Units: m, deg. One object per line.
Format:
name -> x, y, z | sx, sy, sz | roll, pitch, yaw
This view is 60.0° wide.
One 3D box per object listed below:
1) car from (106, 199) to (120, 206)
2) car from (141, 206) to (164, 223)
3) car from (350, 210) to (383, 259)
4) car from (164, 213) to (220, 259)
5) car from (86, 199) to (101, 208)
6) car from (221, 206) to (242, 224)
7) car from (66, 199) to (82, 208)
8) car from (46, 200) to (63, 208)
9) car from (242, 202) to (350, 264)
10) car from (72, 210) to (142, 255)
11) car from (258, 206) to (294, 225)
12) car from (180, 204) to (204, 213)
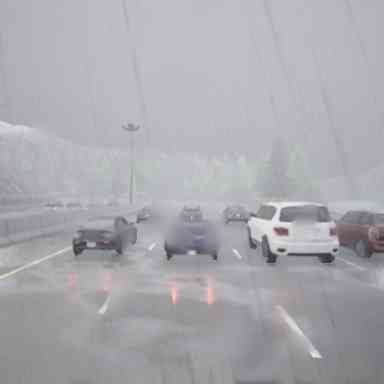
car -> -15.066, 2.047, 63.532 | 2.097, 1.767, 4.553 | 0, -1, -6
car -> -3.495, 1.875, 28.381 | 1.994, 1.385, 4.181 | 0, -1, 0
car -> 7.014, 1.498, 13.411 | 2.097, 1.767, 4.553 | 0, -1, 0
car -> 0.011, 1.747, 13.227 | 1.895, 1.301, 4.718 | 0, -1, 0
car -> -18.533, 2.039, 62.836 | 2.097, 1.767, 4.553 | 0, -1, -5
car -> 3.499, 1.849, 27.521 | 2.033, 1.411, 5.357 | 0, -1, 0
car -> -21.958, 2.156, 62.072 | 1.882, 1.535, 5.008 | 0, -1, -5
car -> -25.414, 2.220, 61.676 | 2.033, 1.411, 5.357 | 0, -1, -6
car -> 3.505, 1.363, 12.552 | 2.150, 2.045, 5.566 | 0, 0, 0
car -> -3.484, 1.678, 13.872 | 1.812, 1.442, 4.674 | 0, 0, 0
car -> 7.004, 1.910, 28.229 | 1.895, 1.301, 4.718 | 0, -1, 0
car -> 0.006, 1.805, 28.486 | 2.128, 1.511, 4.902 | 0, 0, 0
